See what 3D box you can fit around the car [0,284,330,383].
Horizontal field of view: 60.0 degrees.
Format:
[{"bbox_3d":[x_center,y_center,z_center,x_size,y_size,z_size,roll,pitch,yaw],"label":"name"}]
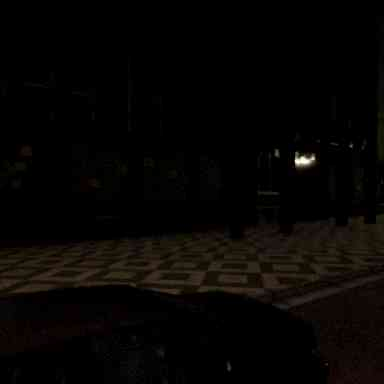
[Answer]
[{"bbox_3d":[-1.221,1.552,2.385,5.357,1.411,2.033,0,0,-36],"label":"car"}]
